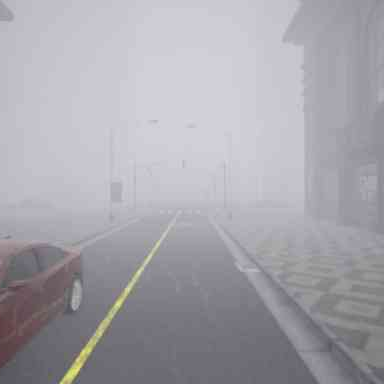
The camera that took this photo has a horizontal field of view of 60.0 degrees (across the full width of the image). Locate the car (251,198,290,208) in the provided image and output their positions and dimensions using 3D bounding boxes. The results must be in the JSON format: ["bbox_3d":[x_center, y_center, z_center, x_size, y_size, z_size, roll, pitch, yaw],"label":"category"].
[{"bbox_3d":[11.547,1.630,47.780,4.902,1.511,2.128,0,-1,0],"label":"car"}]

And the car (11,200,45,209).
[{"bbox_3d":[-26.289,1.931,53.416,4.507,1.381,1.887,0,-1,0],"label":"car"}]

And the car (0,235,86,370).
[{"bbox_3d":[-3.098,1.500,4.801,1.882,1.535,5.008,0,0,0],"label":"car"}]

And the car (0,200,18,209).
[{"bbox_3d":[-26.277,1.746,44.863,4.507,1.381,1.887,0,-1,0],"label":"car"}]

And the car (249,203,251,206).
[{"bbox_3d":[11.633,1.785,53.544,4.829,1.417,1.752,0,-1,0],"label":"car"}]

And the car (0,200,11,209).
[{"bbox_3d":[-31.815,1.951,53.395,4.507,1.381,1.887,0,-1,0],"label":"car"}]

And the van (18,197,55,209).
[{"bbox_3d":[-20.753,1.522,44.886,3.998,1.788,1.690,0,-1,0],"label":"van"}]
